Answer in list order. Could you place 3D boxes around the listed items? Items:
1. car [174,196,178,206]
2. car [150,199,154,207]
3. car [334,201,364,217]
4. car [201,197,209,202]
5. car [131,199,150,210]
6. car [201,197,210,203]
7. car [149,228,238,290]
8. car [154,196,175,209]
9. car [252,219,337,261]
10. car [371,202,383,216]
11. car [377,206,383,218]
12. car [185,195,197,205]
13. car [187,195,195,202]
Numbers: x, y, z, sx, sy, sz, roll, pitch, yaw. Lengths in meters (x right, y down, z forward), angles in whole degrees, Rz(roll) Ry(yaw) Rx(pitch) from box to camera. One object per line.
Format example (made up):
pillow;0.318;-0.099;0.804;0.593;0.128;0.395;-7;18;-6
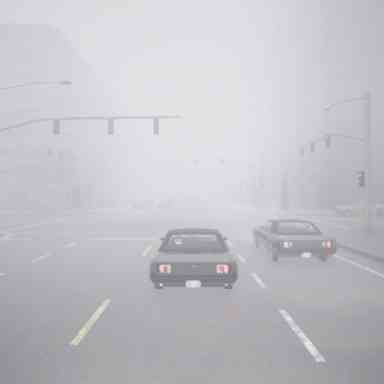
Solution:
car;-3.971;1.808;59.872;1.837;1.490;4.892;0;0;1
car;-7.504;1.843;58.188;2.033;1.411;5.357;0;0;0
car;17.196;1.704;34.040;5.008;1.535;1.882;0;0;0
car;3.361;1.993;87.147;1.994;1.385;4.181;0;0;1
car;-7.537;1.747;47.621;1.837;1.490;4.892;0;0;0
car;3.264;1.986;77.172;1.895;1.301;4.718;0;0;1
car;0.044;1.648;9.181;1.895;1.301;4.718;0;0;0
car;-4.055;1.801;50.029;2.033;1.411;5.357;0;0;0
car;3.543;1.665;12.501;1.895;1.301;4.718;0;0;0
car;19.261;1.700;30.539;4.902;1.511;2.128;0;0;0
car;3.594;1.231;1.687;2.150;2.045;5.566;0;0;0
car;-0.229;1.563;67.501;2.150;2.045;5.566;0;0;1
car;-0.141;1.795;87.018;2.097;1.767;4.553;0;0;1
